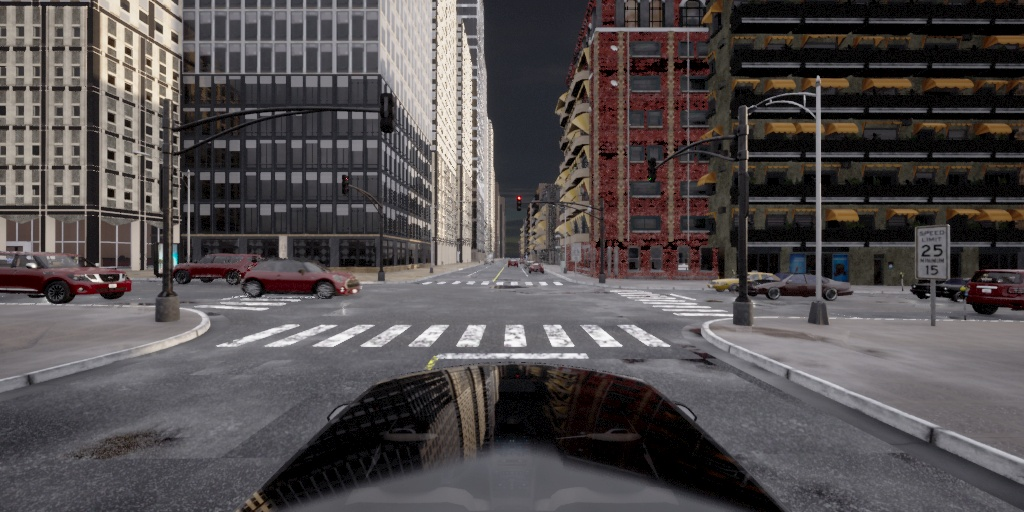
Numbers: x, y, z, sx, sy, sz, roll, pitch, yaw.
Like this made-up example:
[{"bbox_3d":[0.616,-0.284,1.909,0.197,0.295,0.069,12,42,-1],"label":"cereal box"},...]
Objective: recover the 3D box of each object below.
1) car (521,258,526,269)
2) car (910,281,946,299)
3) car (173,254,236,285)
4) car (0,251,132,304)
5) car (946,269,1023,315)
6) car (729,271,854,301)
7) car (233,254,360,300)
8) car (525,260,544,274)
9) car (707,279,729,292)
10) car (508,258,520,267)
[{"bbox_3d":[2.767,1.317,54.715,2.007,1.370,4.403,0,0,0],"label":"car"},{"bbox_3d":[24.889,1.839,19.567,4.718,1.301,1.895,1,0,-1],"label":"car"},{"bbox_3d":[-17.681,0.776,21.848,5.009,1.841,2.192,0,0,0],"label":"car"},{"bbox_3d":[-17.558,0.757,13.469,5.009,1.841,2.192,0,0,0],"label":"car"},{"bbox_3d":[20.616,1.461,13.778,5.009,1.841,2.192,0,0,0],"label":"car"},{"bbox_3d":[15.259,1.610,19.496,5.357,1.411,2.033,1,0,0],"label":"car"},{"bbox_3d":[-9.325,0.953,16.119,4.553,1.767,2.097,1,0,0],"label":"car"},{"bbox_3d":[2.799,1.341,41.798,1.802,1.307,4.207,0,0,0],"label":"car"},{"bbox_3d":[14.660,1.587,22.083,4.829,1.417,1.751,0,0,0],"label":"car"},{"bbox_3d":[0.191,1.252,65.093,1.882,1.535,5.008,0,0,0],"label":"car"}]
